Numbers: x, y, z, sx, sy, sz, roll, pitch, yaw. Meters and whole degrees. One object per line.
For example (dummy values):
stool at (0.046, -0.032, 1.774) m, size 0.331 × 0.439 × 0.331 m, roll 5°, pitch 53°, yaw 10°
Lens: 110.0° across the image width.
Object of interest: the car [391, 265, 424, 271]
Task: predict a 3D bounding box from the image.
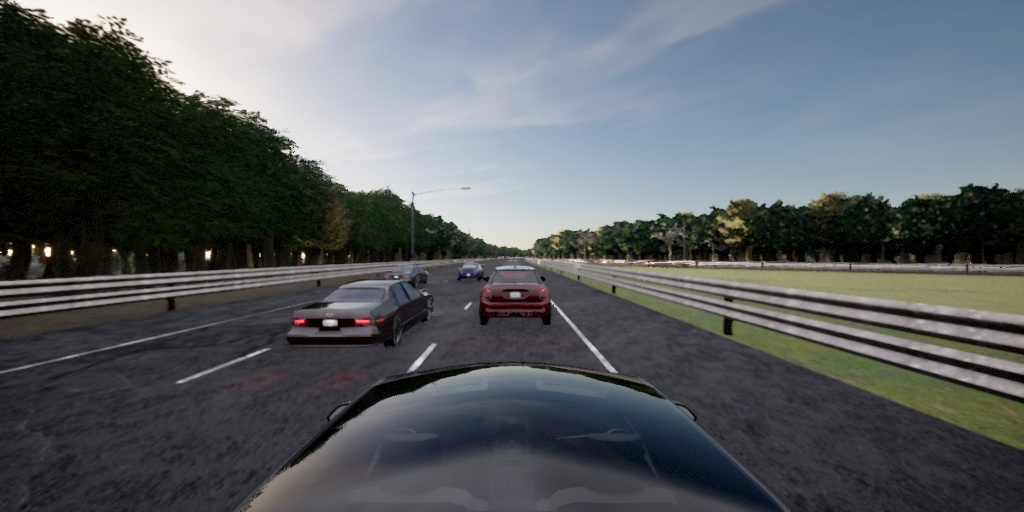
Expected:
car at (-6.912, 1.308, 23.941) m, size 2.033 × 1.411 × 5.357 m, roll 0°, pitch 0°, yaw 0°

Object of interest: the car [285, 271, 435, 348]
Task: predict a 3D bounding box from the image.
car at (-3.406, 1.300, 9.224) m, size 2.033 × 1.411 × 5.357 m, roll 0°, pitch 0°, yaw 0°

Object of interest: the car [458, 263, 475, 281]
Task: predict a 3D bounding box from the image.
car at (-3.415, 1.293, 30.363) m, size 1.812 × 1.442 × 4.674 m, roll 0°, pitch 0°, yaw 0°

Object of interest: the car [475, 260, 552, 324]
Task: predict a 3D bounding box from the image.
car at (0.095, 1.105, 12.128) m, size 2.097 × 1.767 × 4.553 m, roll 0°, pitch 0°, yaw 0°
